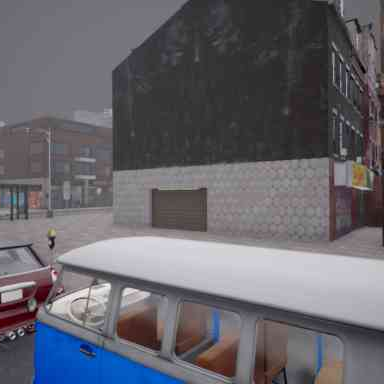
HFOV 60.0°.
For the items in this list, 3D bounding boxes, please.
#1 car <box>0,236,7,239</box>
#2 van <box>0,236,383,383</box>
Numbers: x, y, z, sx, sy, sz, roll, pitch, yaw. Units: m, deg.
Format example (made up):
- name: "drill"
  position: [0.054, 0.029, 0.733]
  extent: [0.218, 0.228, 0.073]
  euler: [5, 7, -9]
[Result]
- name: "car"
  position: [-4.031, 1.441, 5.650]
  extent: [4.097, 1.590, 1.967]
  euler: [0, 0, 35]
- name: "van"
  position: [0.414, 1.341, 2.519]
  extent: [3.998, 1.788, 1.690]
  euler: [0, 0, 35]
